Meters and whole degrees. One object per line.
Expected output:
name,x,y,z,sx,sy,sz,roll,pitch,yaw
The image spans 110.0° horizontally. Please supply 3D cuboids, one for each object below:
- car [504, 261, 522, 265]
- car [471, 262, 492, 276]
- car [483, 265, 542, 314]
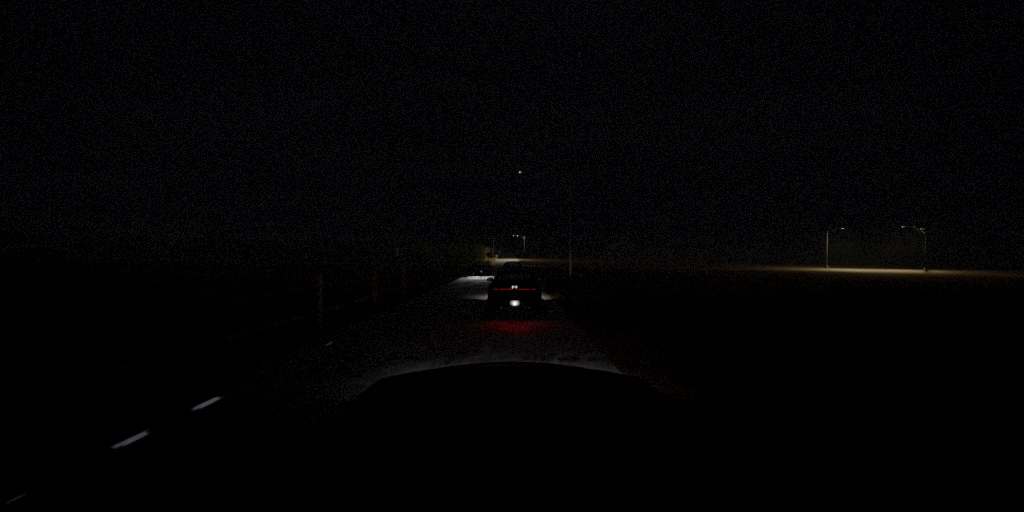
car,0.096,1.178,30.356,1.882,1.535,5.008,0,0,0
car,-2.842,1.243,35.052,1.994,1.385,4.181,0,0,0
car,0.094,1.241,13.740,1.837,1.490,4.892,0,0,0
